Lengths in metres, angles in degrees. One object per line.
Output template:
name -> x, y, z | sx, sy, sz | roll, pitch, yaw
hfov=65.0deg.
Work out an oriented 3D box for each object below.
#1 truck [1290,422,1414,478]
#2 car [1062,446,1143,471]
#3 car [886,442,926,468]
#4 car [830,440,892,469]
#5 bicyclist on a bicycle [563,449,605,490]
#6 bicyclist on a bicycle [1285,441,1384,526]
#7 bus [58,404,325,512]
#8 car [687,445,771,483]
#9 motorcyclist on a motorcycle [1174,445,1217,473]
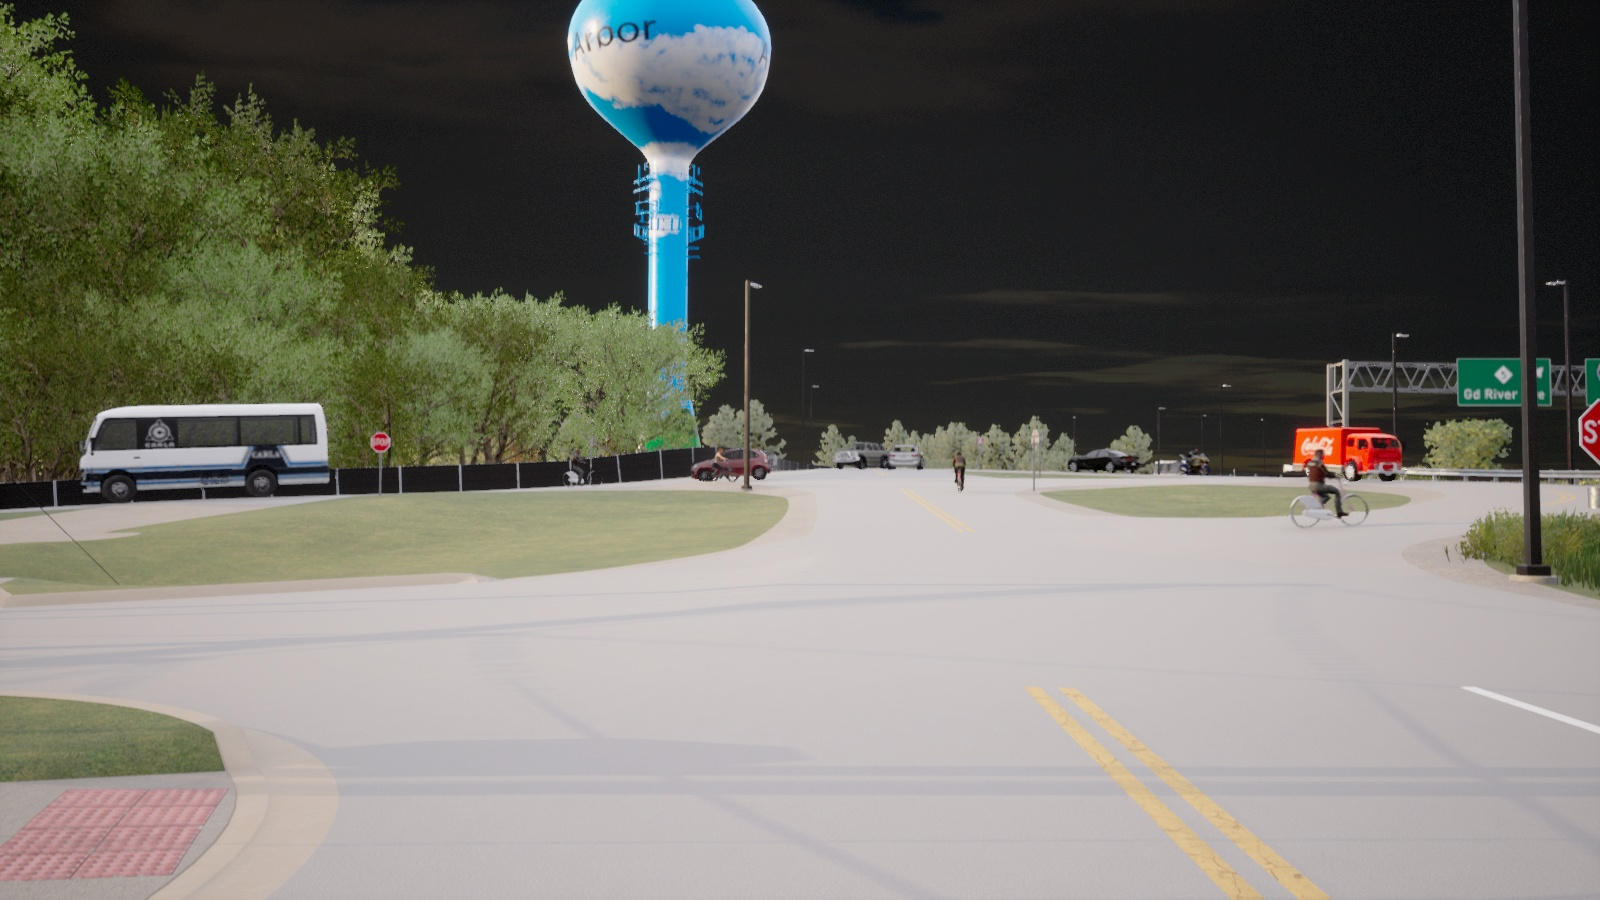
truck -> 25.469, -0.029, 58.177 | 2.627, 2.467, 5.204 | 0, 0, -14
car -> 18.936, 0.518, 78.876 | 1.882, 1.535, 5.008 | 1, -1, -34
car -> 7.029, 0.310, 82.807 | 2.242, 1.667, 4.611 | 0, 0, 10
car -> 4.075, 0.297, 83.177 | 1.932, 1.855, 4.605 | -2, -1, 34
bicyclist on a bicycle -> -9.930, 0.890, 57.704 | 1.843, 1.776, 0.659 | -3, -1, -12
bicyclist on a bicycle -> 11.805, 0.737, 27.750 | 1.843, 1.776, 0.659 | -3, -1, -8
bus -> -27.055, 0.324, 56.290 | 10.273, 4.253, 3.944 | -2, -1, -26
car -> -3.465, 0.714, 62.166 | 3.988, 1.617, 1.851 | -3, -1, -1
motorcyclist on a motorcycle -> 21.500, 0.496, 68.307 | 0.866, 1.530, 2.191 | 1, -1, -31
